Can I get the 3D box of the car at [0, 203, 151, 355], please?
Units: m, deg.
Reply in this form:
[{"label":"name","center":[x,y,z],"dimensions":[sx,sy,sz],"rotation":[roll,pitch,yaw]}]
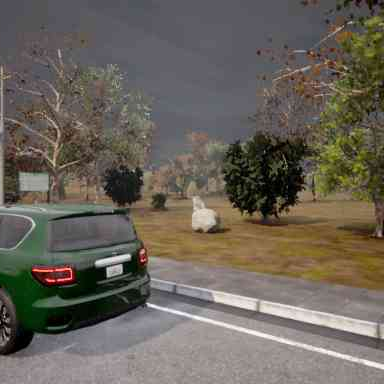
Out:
[{"label":"car","center":[-3.298,1.221,6.321],"dimensions":[5.566,2.045,2.150],"rotation":[0,0,35]}]
